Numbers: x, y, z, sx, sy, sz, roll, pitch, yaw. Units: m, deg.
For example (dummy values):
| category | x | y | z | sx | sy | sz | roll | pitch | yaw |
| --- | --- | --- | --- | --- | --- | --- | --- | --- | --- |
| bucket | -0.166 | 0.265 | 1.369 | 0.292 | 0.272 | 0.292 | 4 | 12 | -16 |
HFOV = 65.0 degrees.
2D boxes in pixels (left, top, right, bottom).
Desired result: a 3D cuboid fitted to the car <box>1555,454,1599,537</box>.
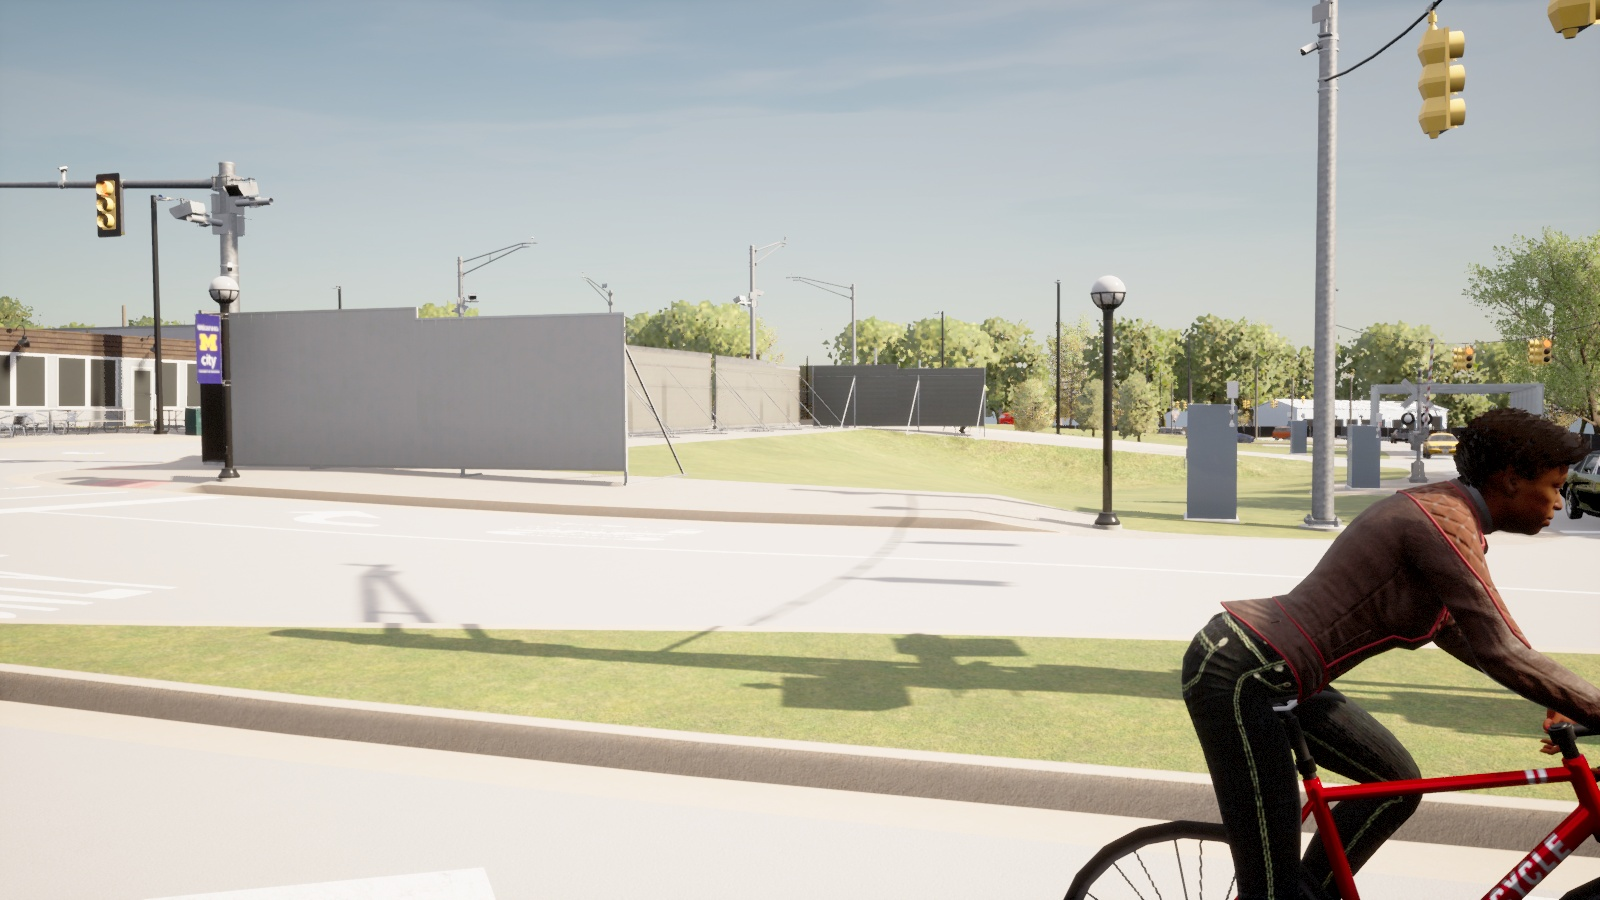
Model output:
| category | x | y | z | sx | sy | sz | roll | pitch | yaw |
| --- | --- | --- | --- | --- | --- | --- | --- | --- | --- |
| car | 14.497 | 0.757 | 21.532 | 1.895 | 1.301 | 4.718 | 0 | 1 | 22 |

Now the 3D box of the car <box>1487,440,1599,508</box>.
| category | x | y | z | sx | sy | sz | roll | pitch | yaw |
| --- | --- | --- | --- | --- | --- | --- | --- | --- | --- |
| car | 18.272 | 0.517 | 30.775 | 2.128 | 1.511 | 4.902 | 0 | 1 | 24 |

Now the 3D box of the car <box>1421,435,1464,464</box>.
| category | x | y | z | sx | sy | sz | roll | pitch | yaw |
| --- | --- | --- | --- | --- | --- | --- | --- | --- | --- |
| car | 36.822 | -0.040 | 72.049 | 1.801 | 1.575 | 5.366 | 1 | 1 | 23 |

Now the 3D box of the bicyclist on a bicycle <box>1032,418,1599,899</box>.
| category | x | y | z | sx | sy | sz | roll | pitch | yaw |
| --- | --- | --- | --- | --- | --- | --- | --- | --- | --- |
| bicyclist on a bicycle | 1.377 | 0.746 | 2.727 | 1.656 | 1.620 | 0.582 | 1 | 1 | 18 |
